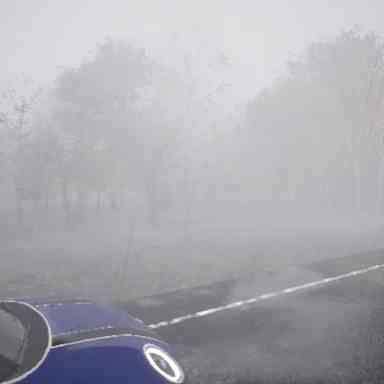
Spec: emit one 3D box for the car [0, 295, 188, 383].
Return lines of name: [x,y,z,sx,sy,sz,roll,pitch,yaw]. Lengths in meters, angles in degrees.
car: [-2.207,1.352,2.171,4.553,1.767,2.097,0,0,-35]
